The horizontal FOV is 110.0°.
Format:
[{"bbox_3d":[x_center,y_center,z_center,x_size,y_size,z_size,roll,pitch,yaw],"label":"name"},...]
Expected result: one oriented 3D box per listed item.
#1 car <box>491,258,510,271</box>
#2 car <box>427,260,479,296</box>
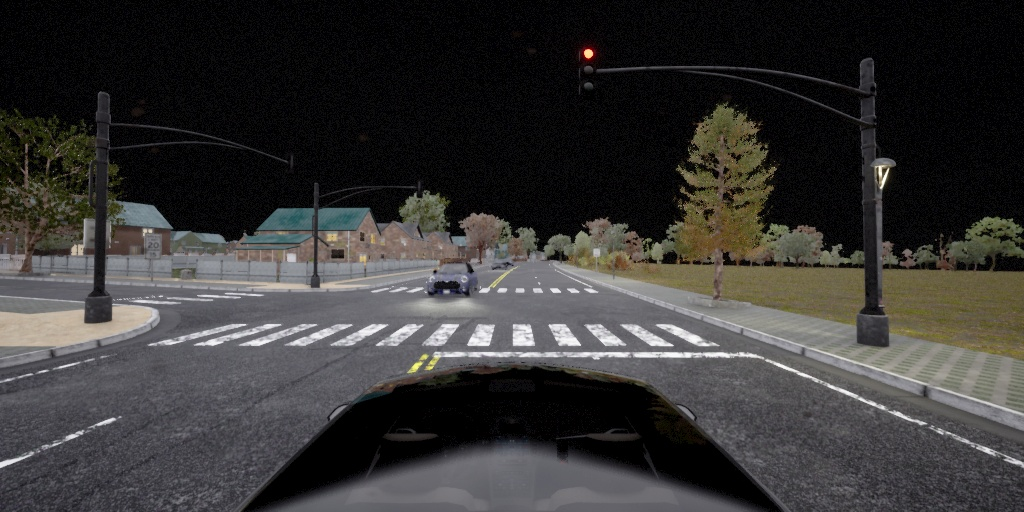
[{"bbox_3d":[-1.802,1.383,51.284,1.994,1.385,4.181,0,0,3],"label":"car"},{"bbox_3d":[-3.042,1.111,19.163,2.097,1.767,4.553,0,0,1],"label":"car"}]
